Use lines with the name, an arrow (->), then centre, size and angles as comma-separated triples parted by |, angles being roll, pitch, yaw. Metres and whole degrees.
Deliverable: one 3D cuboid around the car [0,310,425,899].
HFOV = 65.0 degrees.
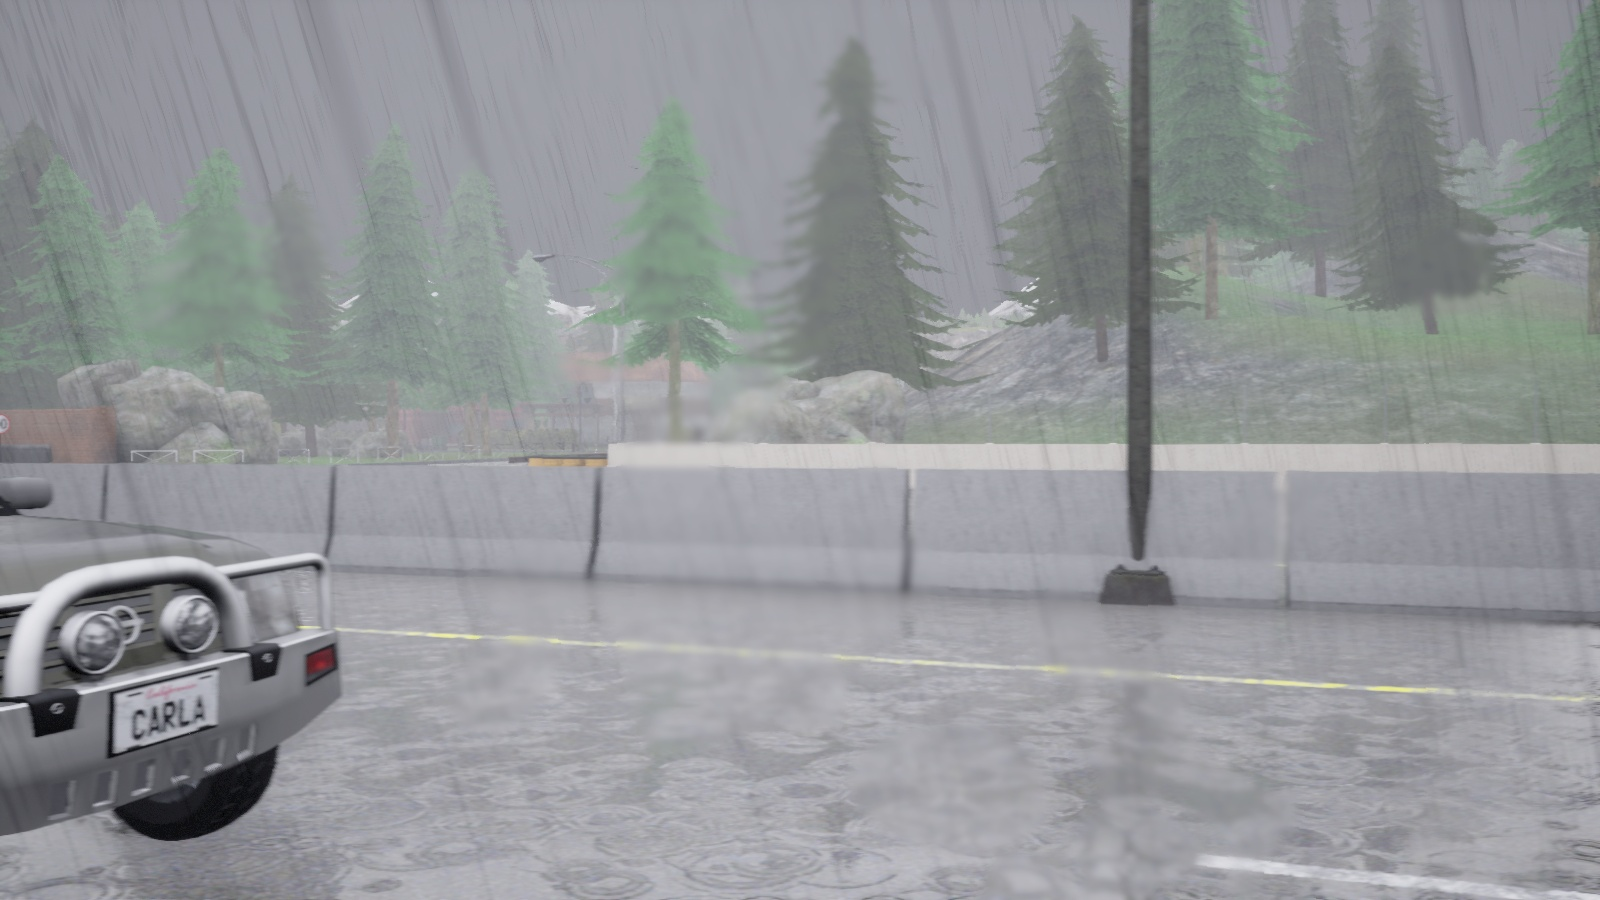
car -> -3.885, 0.556, 4.500 | 4.605, 1.855, 1.932 | 1, 1, 19
